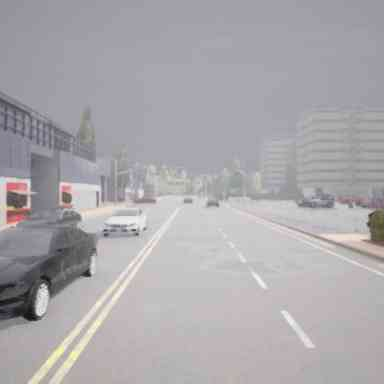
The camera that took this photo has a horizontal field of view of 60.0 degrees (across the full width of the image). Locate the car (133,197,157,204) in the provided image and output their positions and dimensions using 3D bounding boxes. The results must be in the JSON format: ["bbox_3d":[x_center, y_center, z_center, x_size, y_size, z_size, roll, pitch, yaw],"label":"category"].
[{"bbox_3d":[-9.609,1.689,67.515,5.008,1.535,1.882,0,0,13],"label":"car"}]

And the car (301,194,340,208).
[{"bbox_3d":[17.648,1.264,45.828,3.866,1.878,1.905,0,0,-2],"label":"car"}]

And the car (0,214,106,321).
[{"bbox_3d":[-3.615,1.508,7.587,1.882,1.535,5.008,0,0,0],"label":"car"}]

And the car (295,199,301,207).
[{"bbox_3d":[17.619,1.270,48.723,4.605,1.855,1.932,0,0,-2],"label":"car"}]

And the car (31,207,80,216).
[{"bbox_3d":[-7.135,1.557,17.080,2.128,1.511,4.902,0,0,0],"label":"car"}]

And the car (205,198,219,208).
[{"bbox_3d":[3.240,1.659,52.699,1.837,1.490,4.892,0,0,-1],"label":"car"}]

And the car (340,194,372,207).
[{"bbox_3d":[30.411,1.362,63.192,5.566,2.045,2.150,0,0,-2],"label":"car"}]

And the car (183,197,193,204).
[{"bbox_3d":[-0.813,1.688,68.504,1.882,1.535,5.008,0,0,-2],"label":"car"}]

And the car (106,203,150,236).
[{"bbox_3d":[-3.633,1.590,18.813,1.812,1.442,4.674,0,0,0],"label":"car"}]
